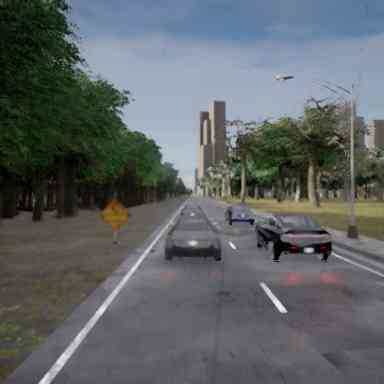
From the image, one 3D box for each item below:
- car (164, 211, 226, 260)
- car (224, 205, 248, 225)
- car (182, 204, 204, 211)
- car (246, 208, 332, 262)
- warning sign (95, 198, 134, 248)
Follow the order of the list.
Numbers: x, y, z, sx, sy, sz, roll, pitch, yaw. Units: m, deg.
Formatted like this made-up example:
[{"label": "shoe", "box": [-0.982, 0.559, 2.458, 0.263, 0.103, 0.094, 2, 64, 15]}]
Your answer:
[{"label": "car", "box": [0.053, 1.637, 12.791, 1.994, 1.385, 4.181, 0, 0, 1]}, {"label": "car", "box": [3.532, 1.689, 25.407, 2.033, 1.411, 5.357, 0, 0, 1]}, {"label": "car", "box": [0.059, 1.720, 27.830, 1.994, 1.385, 4.181, 0, 0, 0]}, {"label": "car", "box": [3.550, 1.561, 12.443, 2.128, 1.511, 4.902, 0, 0, 1]}, {"label": "warning sign", "box": [-3.044, 1.190, 13.224, 1.300, 1.860, 1.060, 0, 0, 0]}]
